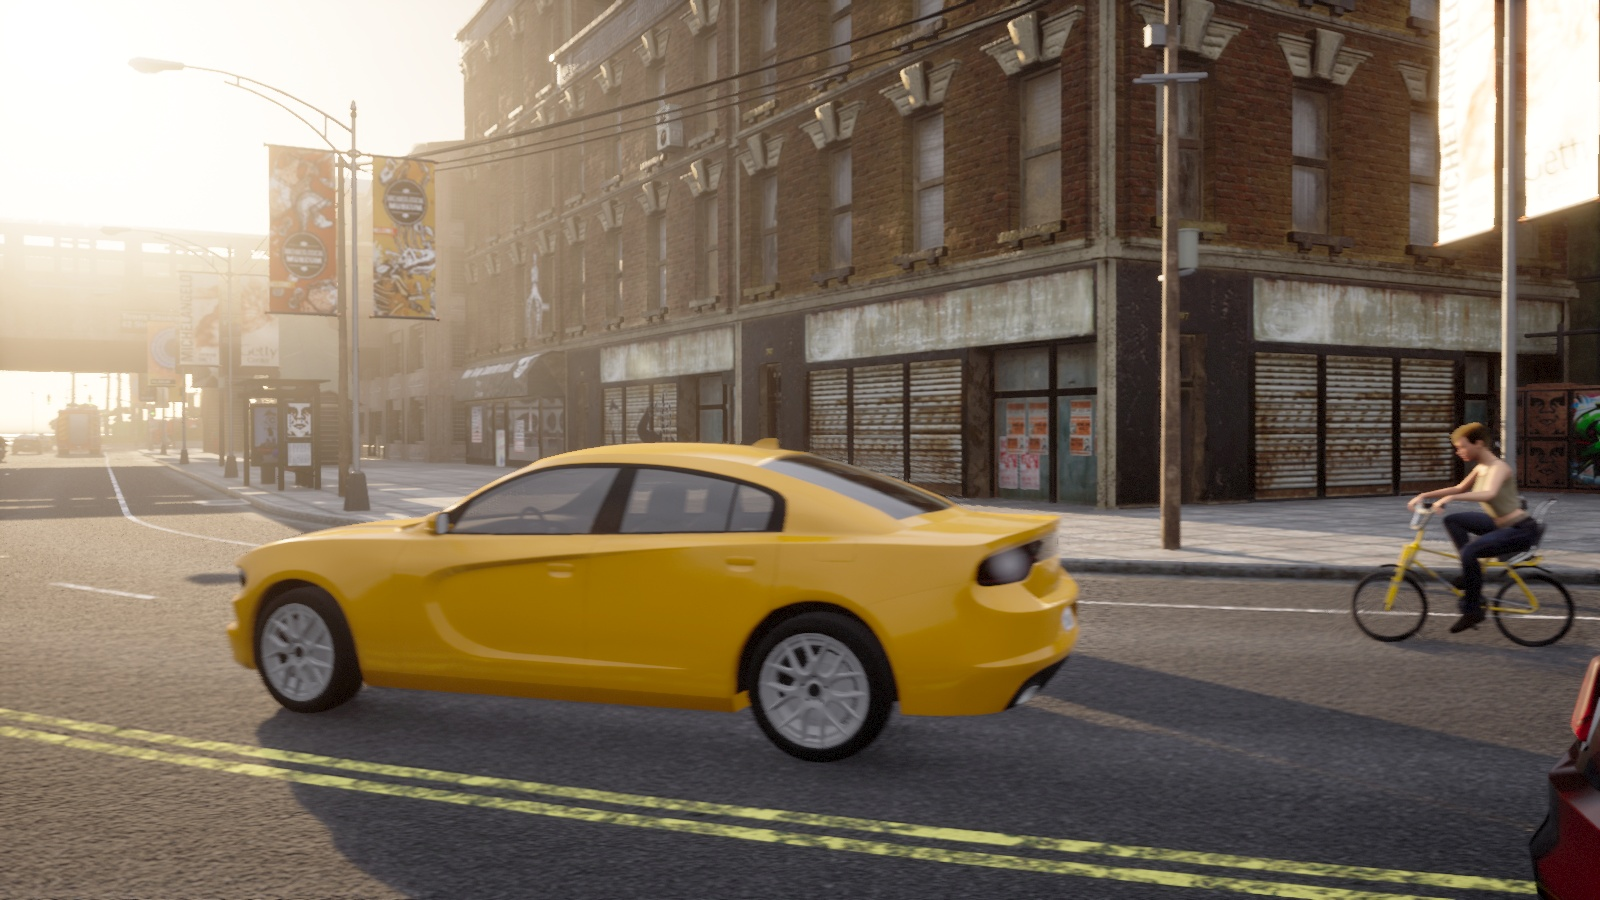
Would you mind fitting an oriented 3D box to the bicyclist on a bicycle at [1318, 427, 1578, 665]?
[{"bbox_3d":[4.649,0.646,9.128,1.509,1.612,0.866,0,0,14],"label":"bicyclist on a bicycle"}]

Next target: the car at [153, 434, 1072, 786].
[{"bbox_3d":[-1.095,0.690,7.330,5.008,1.535,1.882,1,1,21],"label":"car"}]

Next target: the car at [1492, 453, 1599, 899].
[{"bbox_3d":[3.577,0.775,2.166,3.806,1.475,1.970,0,1,15],"label":"car"}]
